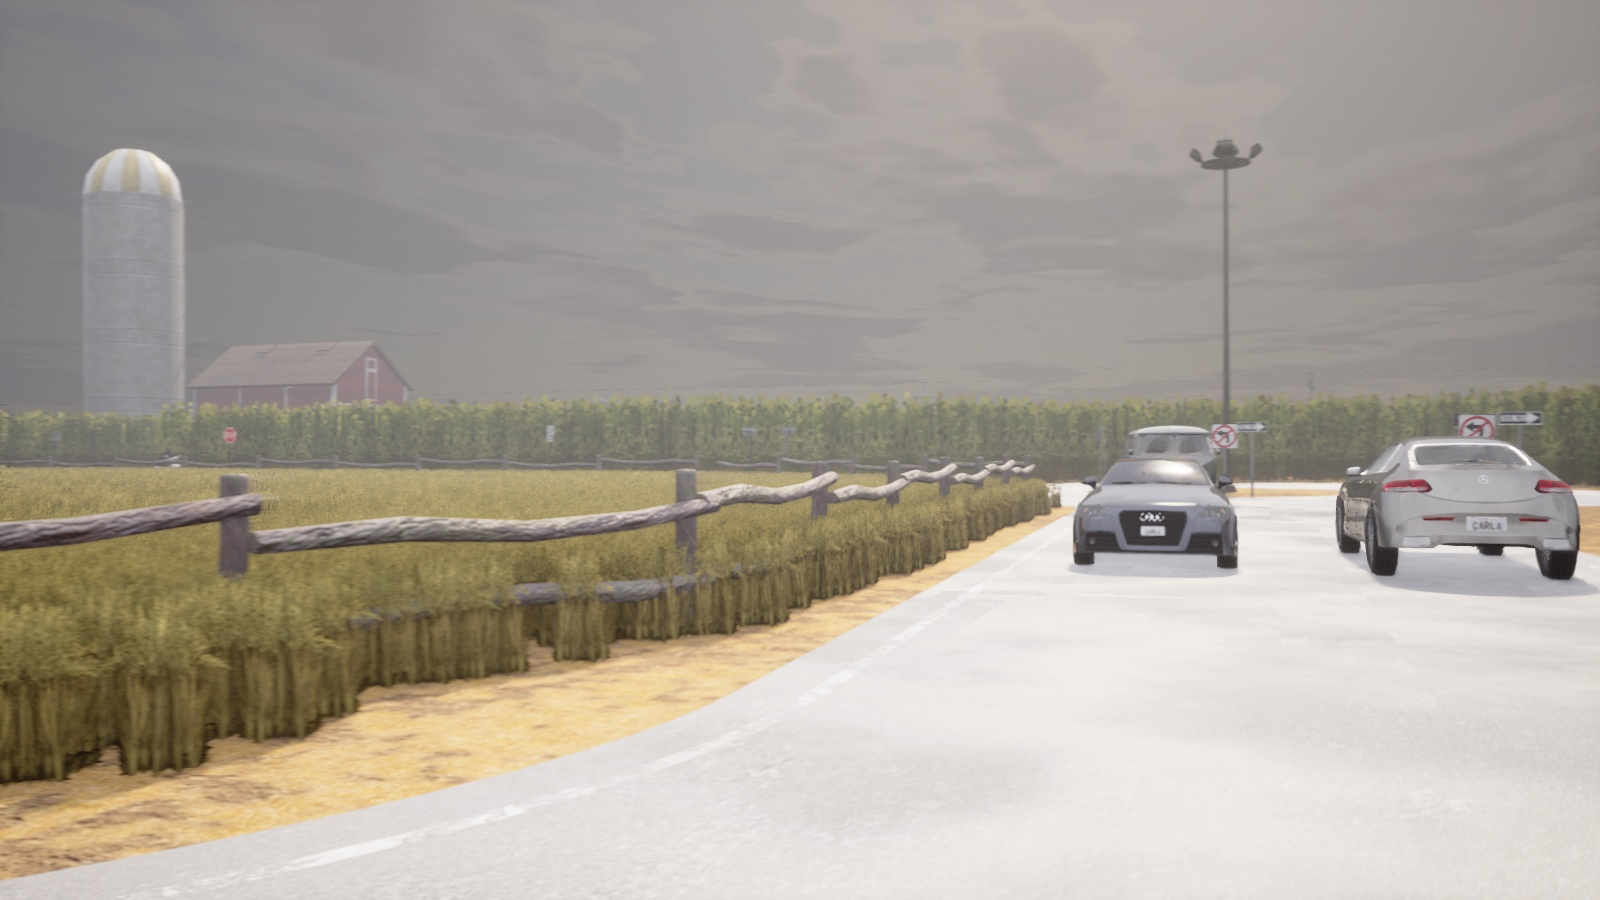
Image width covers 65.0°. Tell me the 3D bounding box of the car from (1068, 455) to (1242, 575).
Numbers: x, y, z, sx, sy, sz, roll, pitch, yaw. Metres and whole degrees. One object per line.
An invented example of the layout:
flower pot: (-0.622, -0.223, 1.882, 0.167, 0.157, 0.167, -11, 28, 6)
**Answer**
car: (4.854, 0.778, 17.015, 1.994, 1.385, 4.181, 0, 0, 17)

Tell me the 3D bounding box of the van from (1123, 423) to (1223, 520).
van: (8.219, 0.441, 27.951, 1.775, 1.987, 4.442, 0, 0, 12)

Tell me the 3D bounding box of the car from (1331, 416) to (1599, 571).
car: (8.225, 0.466, 16.049, 2.152, 1.651, 5.027, 0, 0, 17)
